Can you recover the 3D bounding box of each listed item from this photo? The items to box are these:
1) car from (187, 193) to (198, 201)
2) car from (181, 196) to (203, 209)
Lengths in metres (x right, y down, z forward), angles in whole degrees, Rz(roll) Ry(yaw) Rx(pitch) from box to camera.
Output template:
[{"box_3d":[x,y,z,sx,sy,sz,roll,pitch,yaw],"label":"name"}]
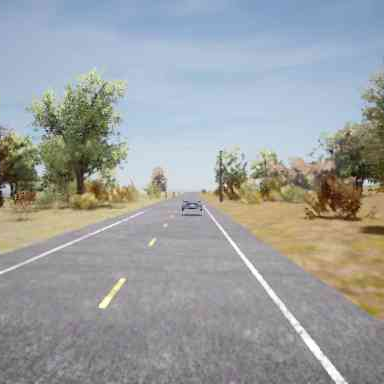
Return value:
[{"box_3d":[0.012,0.977,61.916,1.994,1.385,4.181,0,0,0],"label":"car"},{"box_3d":[0.006,1.010,30.677,1.882,1.535,5.008,0,0,0],"label":"car"}]
